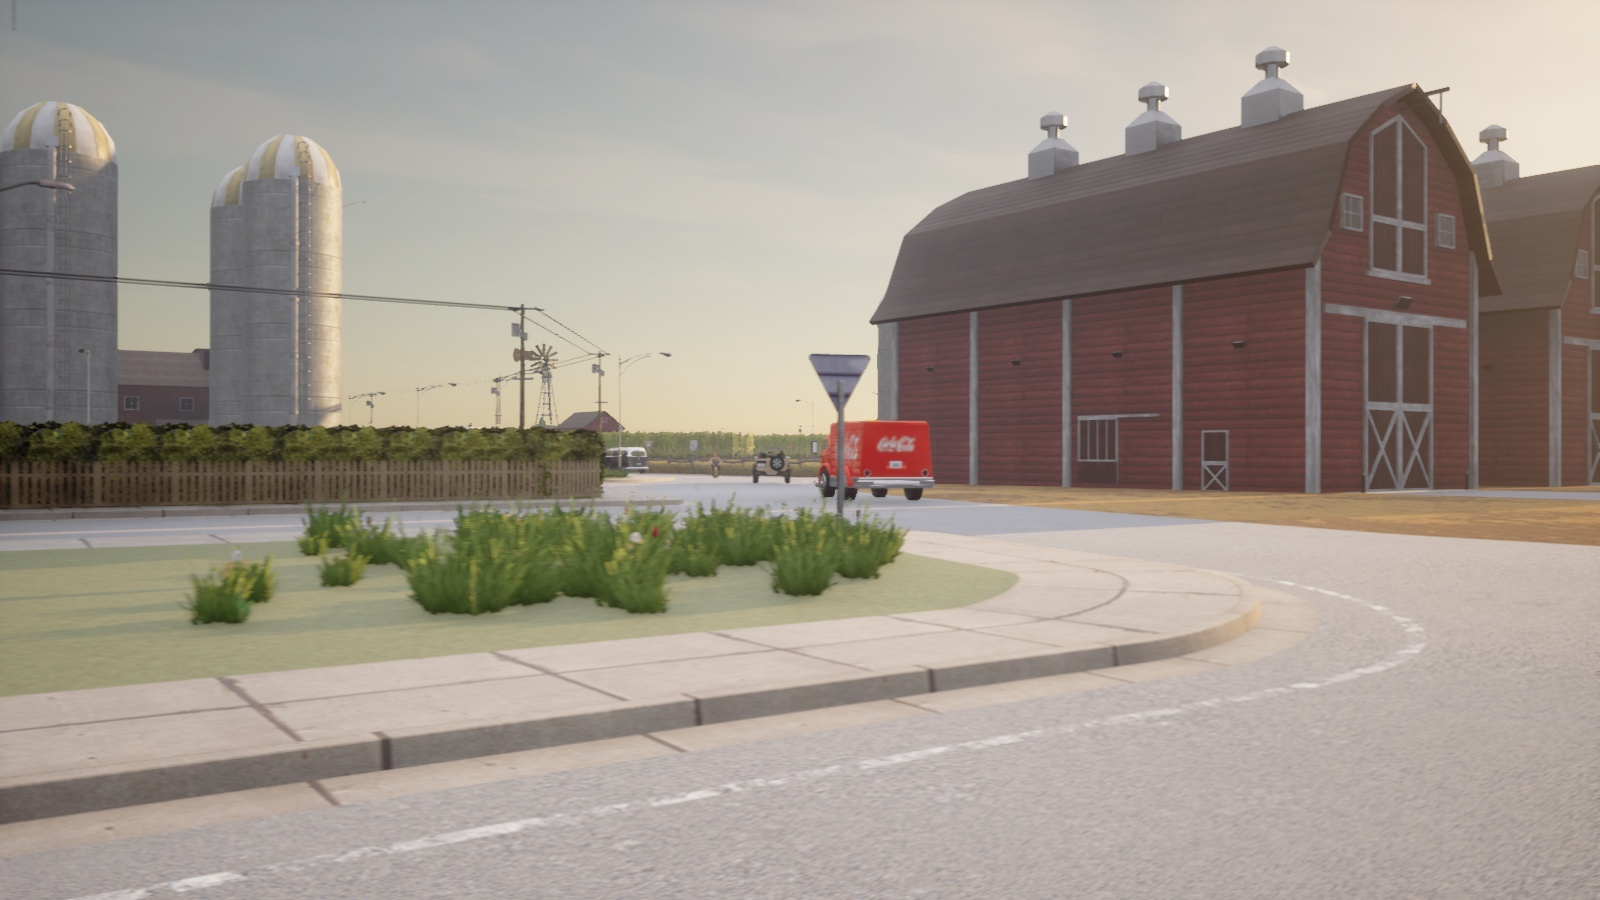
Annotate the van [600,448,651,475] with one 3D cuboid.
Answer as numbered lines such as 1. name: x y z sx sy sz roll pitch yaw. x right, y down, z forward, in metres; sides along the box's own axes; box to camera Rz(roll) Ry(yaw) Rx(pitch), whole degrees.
1. van: -13.455 0.860 96.727 2.069 2.038 4.480 0 0 -35

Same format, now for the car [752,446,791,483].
1. car: -1.485 0.789 65.190 1.932 1.855 4.605 0 -1 -1

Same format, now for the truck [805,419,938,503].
1. truck: 2.156 0.330 39.836 2.627 2.467 5.204 0 0 -16
